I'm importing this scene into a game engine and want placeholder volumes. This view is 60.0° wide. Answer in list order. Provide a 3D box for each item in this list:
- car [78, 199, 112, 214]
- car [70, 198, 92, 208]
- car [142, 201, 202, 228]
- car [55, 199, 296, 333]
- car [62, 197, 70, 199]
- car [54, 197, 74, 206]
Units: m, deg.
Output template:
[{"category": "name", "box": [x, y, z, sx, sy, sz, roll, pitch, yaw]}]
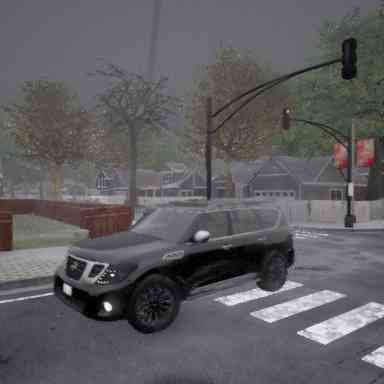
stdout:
[{"category": "car", "box": [-10.694, 1.535, 36.443, 2.128, 1.511, 4.902, 0, 0, -36]}, {"category": "car", "box": [-16.569, 1.651, 49.678, 1.994, 1.385, 4.181, 0, 0, -35]}, {"category": "car", "box": [-1.590, 1.499, 23.670, 1.882, 1.535, 5.008, 0, 0, -36]}, {"category": "car", "box": [0.061, 1.222, 7.214, 5.566, 2.045, 2.150, 0, 1, -42]}, {"category": "car", "box": [-18.211, 1.593, 47.069, 1.812, 1.442, 4.674, 0, 0, -35]}, {"category": "car", "box": [-22.218, 1.598, 57.493, 2.128, 1.511, 4.902, 0, 0, -36]}]
